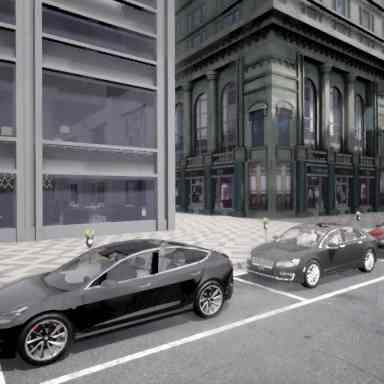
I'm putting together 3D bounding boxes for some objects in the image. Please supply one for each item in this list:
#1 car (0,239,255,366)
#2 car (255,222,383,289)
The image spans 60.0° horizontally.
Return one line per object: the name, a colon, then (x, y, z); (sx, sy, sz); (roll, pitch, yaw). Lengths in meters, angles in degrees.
car: (-1.178, 1.566, 5.818); (4.313, 1.339, 1.947); (0, 0, -36)
car: (3.403, 1.551, 9.101); (4.403, 1.369, 2.008); (0, 0, -36)
